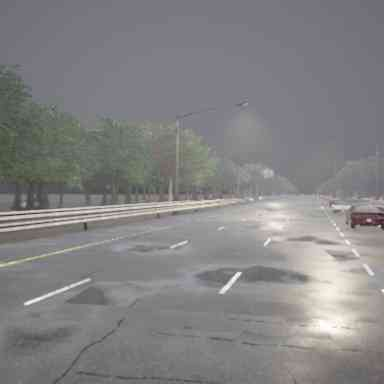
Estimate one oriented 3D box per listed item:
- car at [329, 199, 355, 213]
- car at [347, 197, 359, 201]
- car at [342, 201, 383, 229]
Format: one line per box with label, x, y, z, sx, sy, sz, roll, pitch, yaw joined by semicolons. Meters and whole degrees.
car;17.534;1.808;38.977;1.895;1.301;4.718;0;0;20
car;35.550;1.927;73.711;2.128;1.511;4.902;0;0;41
car;11.698;1.623;22.693;1.882;1.535;5.008;0;0;20
